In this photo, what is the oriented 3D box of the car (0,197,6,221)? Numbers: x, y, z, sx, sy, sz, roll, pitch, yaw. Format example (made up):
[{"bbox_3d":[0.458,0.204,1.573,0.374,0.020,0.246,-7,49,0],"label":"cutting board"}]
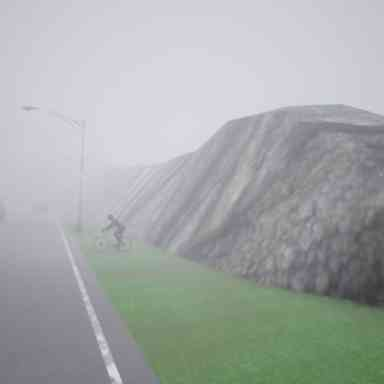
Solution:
[{"bbox_3d":[-16.639,1.421,27.144,2.150,2.045,5.566,3,-2,-23],"label":"car"}]

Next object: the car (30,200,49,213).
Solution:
[{"bbox_3d":[-20.924,2.120,46.155,2.033,1.411,5.357,3,-2,-25],"label":"car"}]

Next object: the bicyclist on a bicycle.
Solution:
[{"bbox_3d":[-3.388,1.780,14.302,1.656,1.620,0.582,2,-2,-23],"label":"bicyclist on a bicycle"}]

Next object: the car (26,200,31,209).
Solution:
[{"bbox_3d":[-26.853,2.120,56.460,1.882,1.535,5.008,3,-2,-34],"label":"car"}]
